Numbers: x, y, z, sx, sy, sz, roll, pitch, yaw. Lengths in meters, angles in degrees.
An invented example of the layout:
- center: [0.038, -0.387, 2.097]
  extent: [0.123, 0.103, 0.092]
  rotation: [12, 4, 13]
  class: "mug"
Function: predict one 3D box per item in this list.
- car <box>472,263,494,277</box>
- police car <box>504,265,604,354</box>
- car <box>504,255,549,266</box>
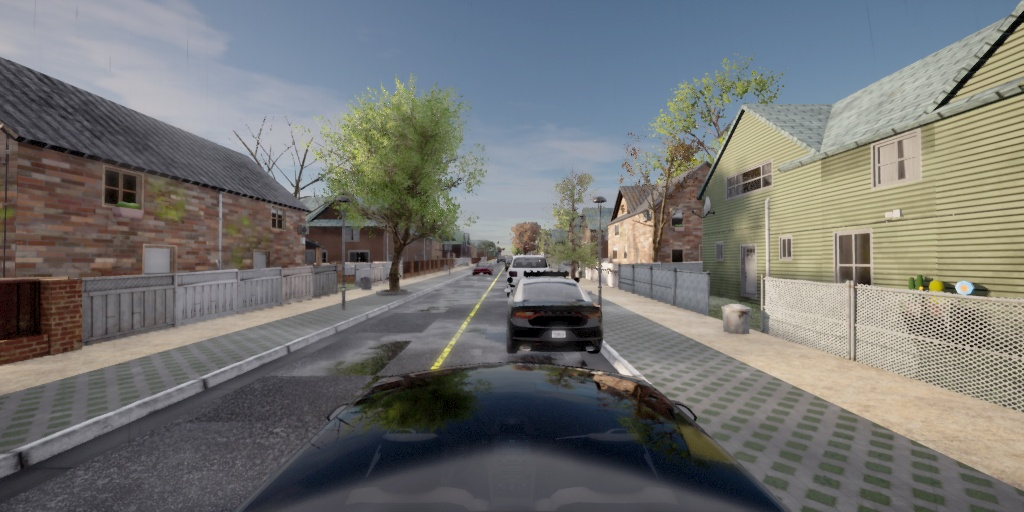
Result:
- center: [-2.835, 1.354, 35.305]
  extent: [1.895, 1.301, 4.718]
  rotation: [0, 0, 0]
  class: "car"
- center: [0.828, 1.177, 8.925]
  extent: [1.930, 1.638, 5.238]
  rotation: [0, 0, 0]
  class: "police car"
- center: [0.833, 0.978, 18.848]
  extent: [2.150, 2.045, 5.566]
  rotation: [0, 0, 0]
  class: "car"
